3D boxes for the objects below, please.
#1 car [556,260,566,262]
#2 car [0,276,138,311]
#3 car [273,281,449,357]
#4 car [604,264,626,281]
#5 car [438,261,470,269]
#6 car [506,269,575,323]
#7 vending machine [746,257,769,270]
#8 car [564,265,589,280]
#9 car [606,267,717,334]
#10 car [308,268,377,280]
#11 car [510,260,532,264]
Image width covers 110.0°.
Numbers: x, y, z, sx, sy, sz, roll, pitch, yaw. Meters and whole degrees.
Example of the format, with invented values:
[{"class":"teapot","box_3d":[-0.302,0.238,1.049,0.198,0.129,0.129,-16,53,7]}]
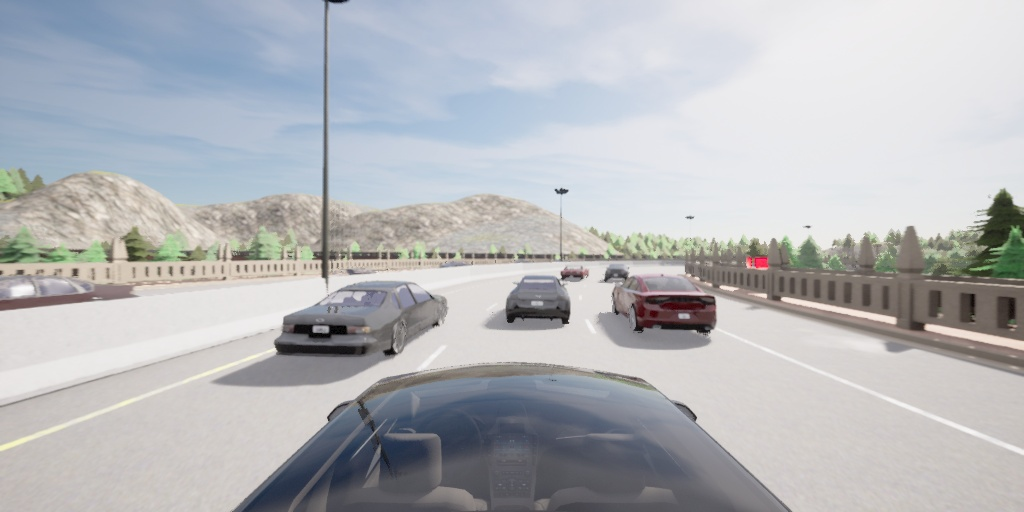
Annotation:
[{"class":"car","box_3d":[7.743,1.418,58.621,2.033,1.411,5.357,0,0,35]},{"class":"car","box_3d":[-13.628,1.246,9.647,2.033,1.411,5.357,0,0,5]},{"class":"car","box_3d":[-3.025,1.293,8.567,2.033,1.411,5.357,0,0,5]},{"class":"car","box_3d":[8.970,1.357,30.480,1.812,1.442,4.674,0,0,20]},{"class":"car","box_3d":[-7.378,1.327,46.278,2.033,1.411,5.357,0,0,25]},{"class":"car","box_3d":[0.961,1.333,12.282,1.994,1.385,4.181,0,0,7]},{"class":"vending machine","box_3d":[13.755,1.034,20.055,1.100,2.100,0.880,0,0,14]},{"class":"car","box_3d":[5.646,1.418,31.644,1.895,1.301,4.718,0,0,20]},{"class":"car","box_3d":[4.284,1.260,10.840,1.882,1.535,5.008,0,0,6]},{"class":"car","box_3d":[-8.737,1.336,19.420,1.895,1.301,4.718,0,0,11]},{"class":"car","box_3d":[1.394,1.310,55.300,1.882,1.535,5.008,0,0,31]}]
